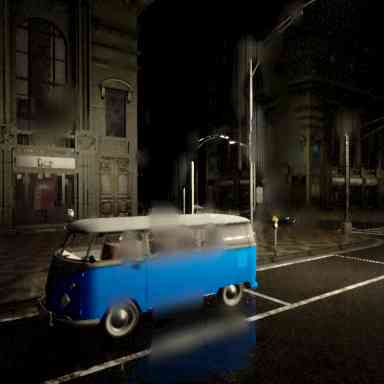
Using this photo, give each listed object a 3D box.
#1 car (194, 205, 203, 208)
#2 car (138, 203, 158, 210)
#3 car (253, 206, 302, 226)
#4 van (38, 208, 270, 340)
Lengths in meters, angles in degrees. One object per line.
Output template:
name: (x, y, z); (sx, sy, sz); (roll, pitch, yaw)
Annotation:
car: (0.190, 2.033, 34.482); (1.994, 1.385, 4.181); (0, -1, -36)
car: (-6.140, 2.164, 43.286); (1.837, 1.490, 4.892); (0, -1, -36)
car: (5.985, 1.844, 26.435); (2.033, 1.411, 5.357); (0, -1, -36)
van: (-0.586, 1.341, 6.255); (3.998, 1.788, 1.690); (0, 0, -36)
